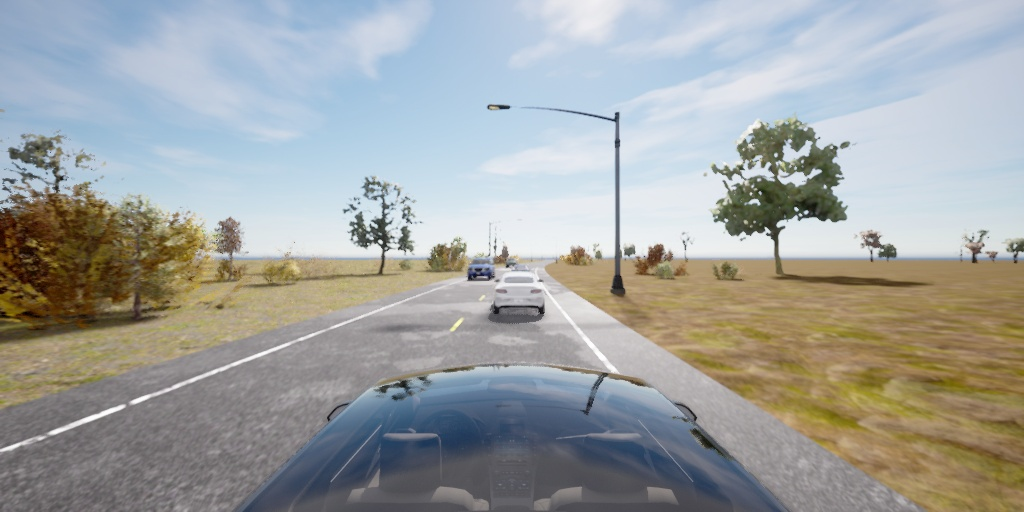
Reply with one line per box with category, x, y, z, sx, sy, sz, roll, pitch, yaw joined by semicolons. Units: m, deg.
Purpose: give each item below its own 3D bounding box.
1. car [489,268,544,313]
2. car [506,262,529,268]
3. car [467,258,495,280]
car;0.284;1.361;14.350;1.812;1.442;4.674;0;0;1
car;0.831;1.504;32.742;2.033;1.411;5.357;0;0;2
car;-2.810;1.192;33.962;2.150;2.045;5.566;0;-1;3
